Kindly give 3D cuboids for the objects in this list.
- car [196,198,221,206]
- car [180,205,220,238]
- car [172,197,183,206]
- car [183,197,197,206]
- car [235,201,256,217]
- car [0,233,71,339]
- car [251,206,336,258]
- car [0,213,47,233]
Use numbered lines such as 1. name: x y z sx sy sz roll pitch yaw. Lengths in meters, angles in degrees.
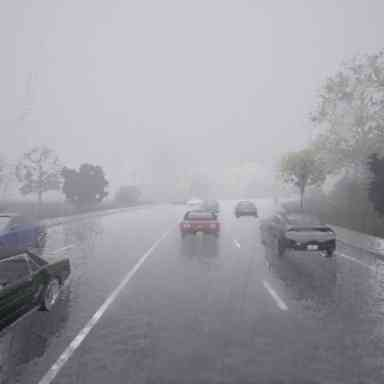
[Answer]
1. car: 1.996 1.548 35.427 2.033 1.411 5.357 0 0 8
2. car: 0.467 1.600 17.567 1.895 1.301 4.718 0 0 2
3. car: -1.731 1.553 53.808 1.994 1.385 4.181 0 0 14
4. car: 0.451 1.522 47.775 1.812 1.442 4.674 0 0 12
5. car: 5.029 1.568 31.203 1.994 1.385 4.181 0 0 6
6. car: -3.552 1.599 4.946 1.895 1.301 4.718 0 0 1
7. car: 3.801 1.493 12.704 2.128 1.511 4.902 0 0 2
8. car: -6.912 1.522 11.970 1.812 1.442 4.674 0 0 2
